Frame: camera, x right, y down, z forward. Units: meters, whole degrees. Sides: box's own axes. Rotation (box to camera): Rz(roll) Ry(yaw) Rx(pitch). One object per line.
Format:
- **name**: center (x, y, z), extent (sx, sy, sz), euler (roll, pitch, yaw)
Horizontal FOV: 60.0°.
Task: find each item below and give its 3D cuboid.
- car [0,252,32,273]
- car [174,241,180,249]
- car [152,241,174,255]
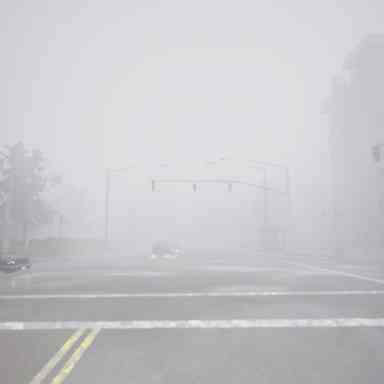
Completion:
- **car**: center (-9.870, 2.880, 14.297), extent (5.357, 1.411, 2.033), euler (0, -8, 0)
- **car**: center (-3.176, 9.674, 60.546), extent (2.128, 1.511, 4.902), euler (0, -9, 1)
- **car**: center (-3.387, 6.244, 37.636), extent (1.882, 1.535, 5.008), euler (0, -8, 0)
